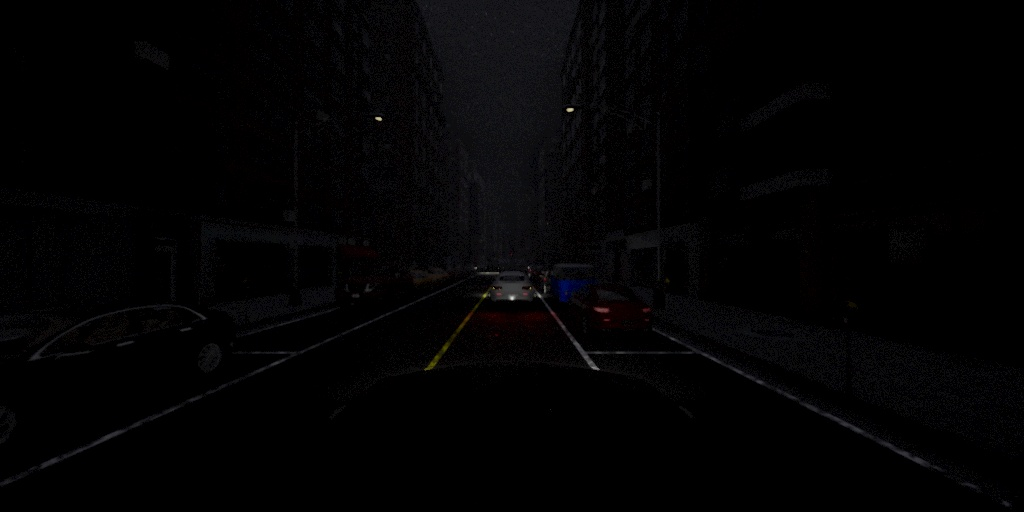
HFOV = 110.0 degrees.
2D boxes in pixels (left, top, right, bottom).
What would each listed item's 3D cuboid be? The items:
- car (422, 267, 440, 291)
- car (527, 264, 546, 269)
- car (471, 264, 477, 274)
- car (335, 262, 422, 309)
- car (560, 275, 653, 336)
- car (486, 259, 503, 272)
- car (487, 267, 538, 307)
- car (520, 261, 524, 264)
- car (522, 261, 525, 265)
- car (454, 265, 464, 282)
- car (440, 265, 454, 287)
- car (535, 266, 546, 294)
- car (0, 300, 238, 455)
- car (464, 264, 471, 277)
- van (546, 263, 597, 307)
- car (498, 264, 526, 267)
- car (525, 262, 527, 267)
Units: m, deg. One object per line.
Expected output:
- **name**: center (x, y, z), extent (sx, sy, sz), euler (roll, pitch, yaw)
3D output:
- **car**: center (-5.850, 1.463, 21.361), extent (1.751, 1.417, 4.829), euler (0, 0, 0)
- **car**: center (2.680, 1.486, 32.728), extent (1.967, 1.591, 4.097), euler (0, 0, 0)
- **car**: center (-5.839, 1.762, 49.508), extent (2.007, 1.370, 4.403), euler (0, 0, 0)
- **car**: center (-5.852, 1.199, 15.935), extent (2.192, 1.841, 5.009), euler (0, 0, 0)
- **car**: center (2.671, 1.414, 10.353), extent (1.802, 1.307, 4.207), euler (0, 0, 0)
- **car**: center (-2.979, 1.507, 58.556), extent (2.150, 2.045, 5.566), euler (0, -1, 0)
- **car**: center (0.009, 1.413, 16.232), extent (1.812, 1.442, 4.674), euler (0, 0, 0)
- **car**: center (2.689, 1.818, 55.104), extent (2.007, 1.370, 4.403), euler (0, 0, 0)
- **car**: center (2.687, 1.794, 49.510), extent (1.802, 1.307, 4.207), euler (0, 0, 0)
- **car**: center (-5.845, 1.591, 32.722), extent (1.888, 1.381, 4.507), euler (0, 0, 0)
- **car**: center (-5.847, 1.517, 26.957), extent (1.751, 1.417, 4.829), euler (0, 0, 0)
- **car**: center (2.676, 1.489, 21.541), extent (2.007, 1.370, 4.403), euler (0, 0, 0)
- **car**: center (-5.857, 1.329, 4.745), extent (2.007, 1.370, 4.403), euler (0, 0, 0)
- **car**: center (-5.843, 1.646, 38.317), extent (1.888, 1.381, 4.507), euler (0, 0, 0)
- **van**: center (2.674, 1.226, 15.947), extent (1.690, 1.789, 3.998), euler (0, 0, 0)
- **car**: center (0.012, 1.630, 30.960), extent (1.895, 1.301, 4.718), euler (0, -1, 0)
- **car**: center (2.682, 1.541, 38.322), extent (1.967, 1.591, 4.097), euler (0, 0, 0)
